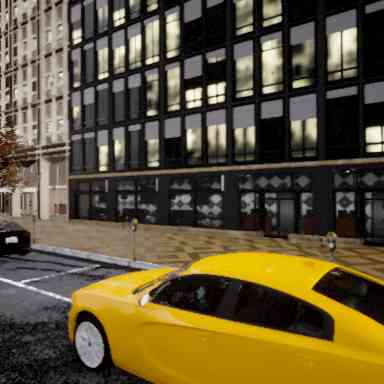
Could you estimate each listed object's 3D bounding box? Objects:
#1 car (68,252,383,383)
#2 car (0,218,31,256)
[{"bbox_3d":[0.558,1.483,3.959,5.008,1.535,1.882,0,0,36],"label":"car"},{"bbox_3d":[-7.459,1.567,11.898,4.313,1.339,1.947,0,-1,36],"label":"car"}]
